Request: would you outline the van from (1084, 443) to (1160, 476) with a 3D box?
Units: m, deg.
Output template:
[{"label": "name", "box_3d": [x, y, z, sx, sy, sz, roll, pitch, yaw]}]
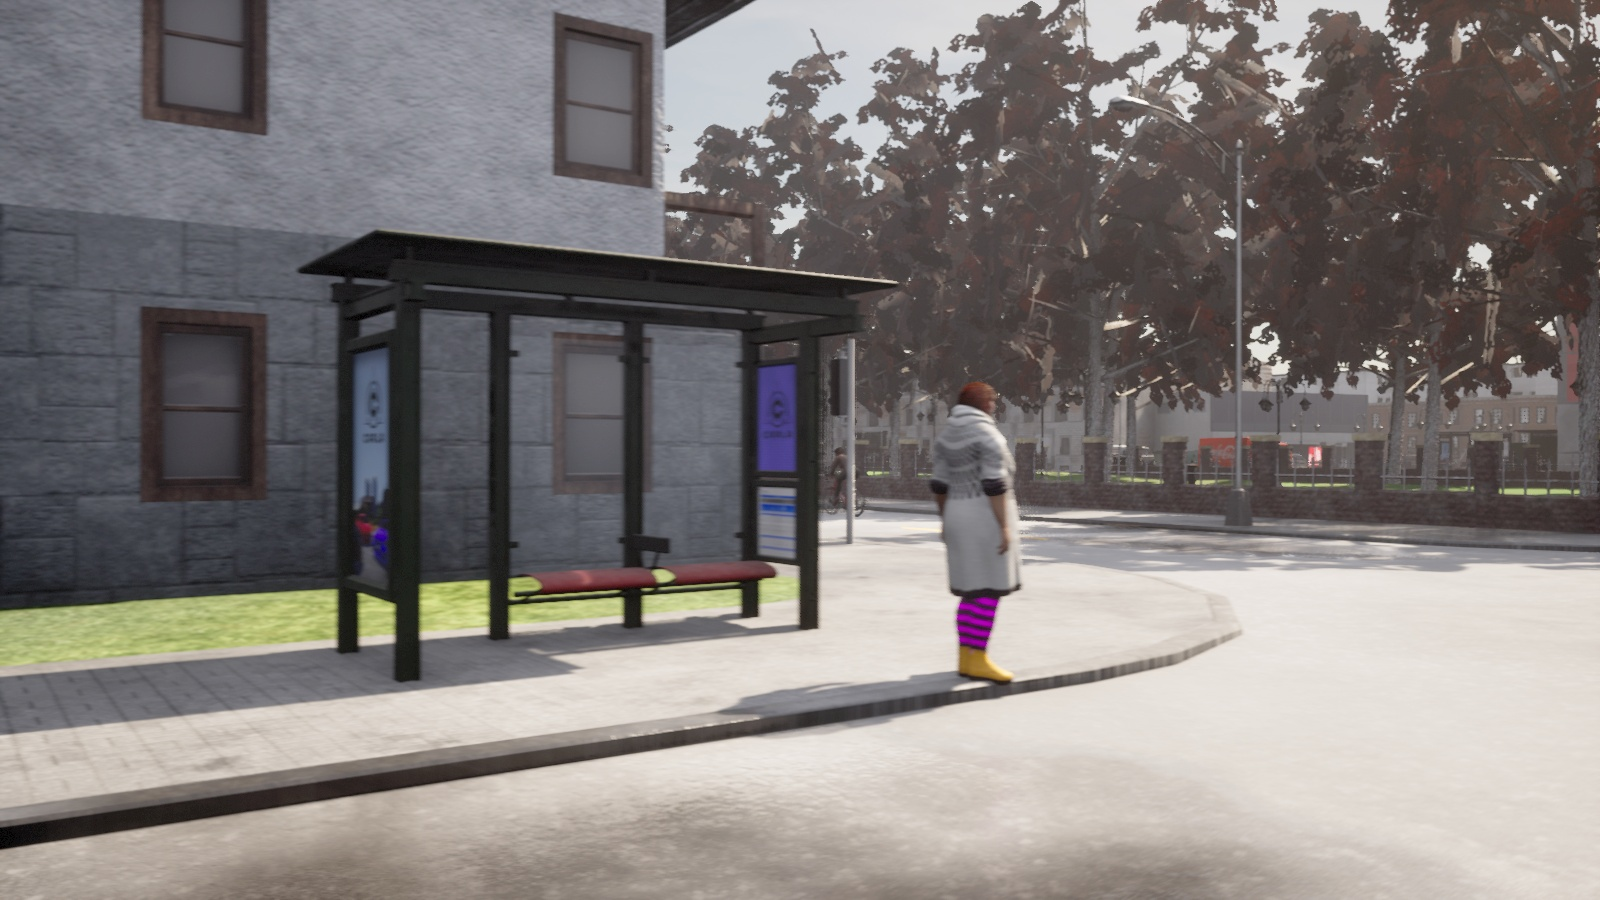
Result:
[{"label": "van", "box_3d": [20.694, 0.600, 80.915, 2.069, 2.038, 4.480, 0, 0, -35]}]

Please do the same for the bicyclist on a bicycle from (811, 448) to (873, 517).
[{"label": "bicyclist on a bicycle", "box_3d": [0.995, 0.763, 30.040, 0.582, 1.620, 1.656, 0, 0, -36]}]

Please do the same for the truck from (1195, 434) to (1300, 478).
[{"label": "truck", "box_3d": [26.039, 0.360, 73.252, 2.627, 2.467, 5.204, 0, 0, -35]}]

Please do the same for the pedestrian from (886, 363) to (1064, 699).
[{"label": "pedestrian", "box_3d": [1.069, 0.469, 7.752, 0.873, 1.952, 0.659, 0, 0, -20]}]
